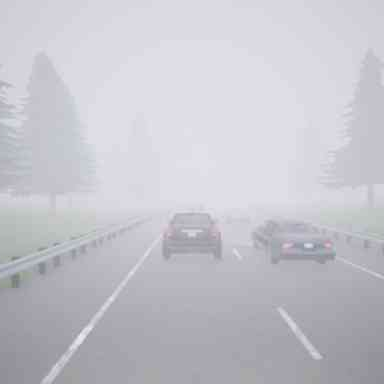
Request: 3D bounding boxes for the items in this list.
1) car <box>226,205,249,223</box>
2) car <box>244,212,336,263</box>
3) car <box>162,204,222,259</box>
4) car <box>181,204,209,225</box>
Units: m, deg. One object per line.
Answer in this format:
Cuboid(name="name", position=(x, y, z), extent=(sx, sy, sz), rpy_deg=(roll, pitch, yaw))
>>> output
Cuboid(name="car", position=(3.911, 1.840, 28.628), extent=(1.812, 1.442, 4.674), rpy_deg=(0, 0, 4))
Cuboid(name="car", position=(3.509, 1.686, 12.484), extent=(2.033, 1.411, 5.357), rpy_deg=(0, -1, 0))
Cuboid(name="car", position=(0.027, 1.499, 13.398), extent=(2.097, 1.767, 4.553), rpy_deg=(0, -1, 1))
Cuboid(name="car", position=(0.388, 1.805, 28.395), extent=(2.128, 1.511, 4.902), rpy_deg=(0, 0, 3))
